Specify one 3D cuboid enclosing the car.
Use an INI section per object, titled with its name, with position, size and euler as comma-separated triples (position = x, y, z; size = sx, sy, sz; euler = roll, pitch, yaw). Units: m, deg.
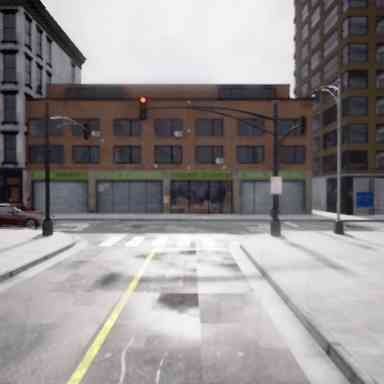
[car]
position = -10.222, 1.376, 18.854
size = 4.674, 1.442, 1.812
euler = 1, 0, 0
